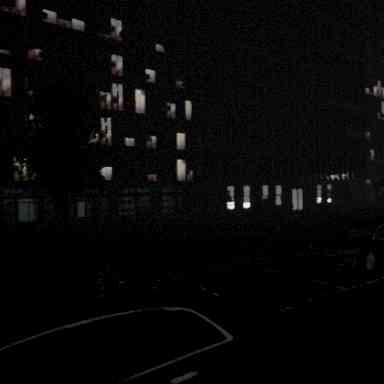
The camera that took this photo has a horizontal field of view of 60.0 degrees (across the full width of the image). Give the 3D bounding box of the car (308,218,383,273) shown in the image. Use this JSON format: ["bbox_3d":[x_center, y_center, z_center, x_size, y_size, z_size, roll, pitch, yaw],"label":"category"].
[{"bbox_3d":[5.439,1.537,10.449,4.403,1.369,2.008,0,-1,-35],"label":"car"}]

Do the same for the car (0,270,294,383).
[{"bbox_3d":[-1.301,1.504,2.451,4.892,1.490,1.837,0,0,-35],"label":"car"}]
